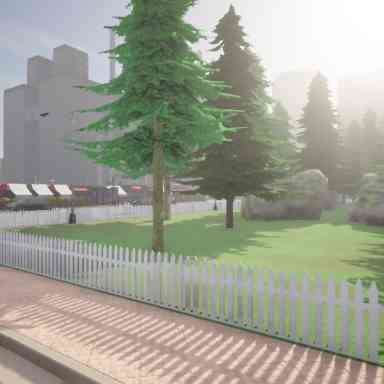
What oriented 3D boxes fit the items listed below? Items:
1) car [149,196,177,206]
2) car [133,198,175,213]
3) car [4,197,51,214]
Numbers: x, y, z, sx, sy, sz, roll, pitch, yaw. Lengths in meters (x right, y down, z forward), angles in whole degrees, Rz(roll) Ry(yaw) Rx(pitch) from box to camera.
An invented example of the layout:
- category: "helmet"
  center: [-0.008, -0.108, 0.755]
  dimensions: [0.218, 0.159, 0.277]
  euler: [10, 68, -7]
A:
- category: "car"
  center: [-4.733, 1.491, 55.065]
  dimensions: [2.128, 1.511, 4.902]
  euler: [0, 0, 35]
- category: "car"
  center: [-4.386, 1.491, 36.556]
  dimensions: [2.128, 1.511, 4.902]
  euler: [0, 0, 34]
- category: "car"
  center: [-17.726, 1.350, 35.910]
  dimensions: [2.097, 1.767, 4.553]
  euler: [0, 0, 34]
